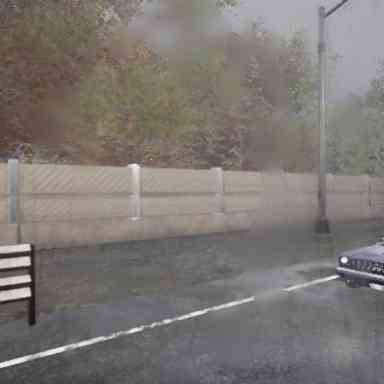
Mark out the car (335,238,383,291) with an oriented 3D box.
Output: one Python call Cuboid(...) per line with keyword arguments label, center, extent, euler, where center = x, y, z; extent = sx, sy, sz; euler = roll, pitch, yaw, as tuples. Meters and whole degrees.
Cuboid(label="car", center=(5.432, 1.529, 7.754), extent=(4.718, 1.301, 1.895), euler=(-1, 0, -35))
